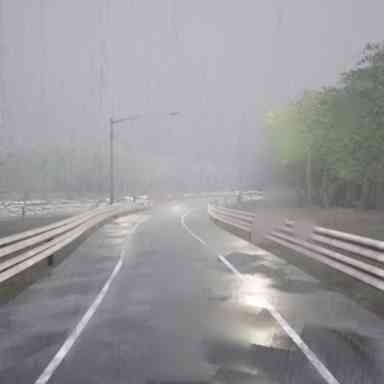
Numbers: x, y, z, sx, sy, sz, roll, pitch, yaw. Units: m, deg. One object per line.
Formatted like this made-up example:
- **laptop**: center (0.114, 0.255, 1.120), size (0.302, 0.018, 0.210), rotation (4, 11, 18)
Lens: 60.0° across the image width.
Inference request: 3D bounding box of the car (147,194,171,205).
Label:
- **car**: center (-6.365, 1.329, 64.571), size (2.150, 2.045, 5.566), rotation (0, 1, 34)

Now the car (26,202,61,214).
- **car**: center (-19.634, 2.074, 44.555), size (1.837, 1.490, 4.892), rotation (0, 1, 34)

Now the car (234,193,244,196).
- **car**: center (13.577, 0.996, 94.645), size (1.994, 1.385, 4.181), rotation (0, 1, 34)
